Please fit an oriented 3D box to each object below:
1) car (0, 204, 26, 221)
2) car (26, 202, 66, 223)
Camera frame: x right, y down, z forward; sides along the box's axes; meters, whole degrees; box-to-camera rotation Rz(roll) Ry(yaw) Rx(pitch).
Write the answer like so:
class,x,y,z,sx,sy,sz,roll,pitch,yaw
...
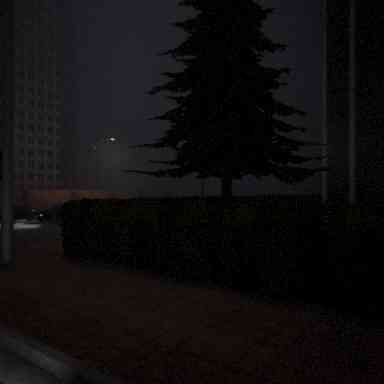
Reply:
class,x,y,z,sx,sy,sz,roll,pitch,yaw
car,-14.468,1.617,25.808,1.994,1.385,4.181,0,0,35
car,-9.967,1.559,26.098,1.837,1.490,4.892,0,0,35
